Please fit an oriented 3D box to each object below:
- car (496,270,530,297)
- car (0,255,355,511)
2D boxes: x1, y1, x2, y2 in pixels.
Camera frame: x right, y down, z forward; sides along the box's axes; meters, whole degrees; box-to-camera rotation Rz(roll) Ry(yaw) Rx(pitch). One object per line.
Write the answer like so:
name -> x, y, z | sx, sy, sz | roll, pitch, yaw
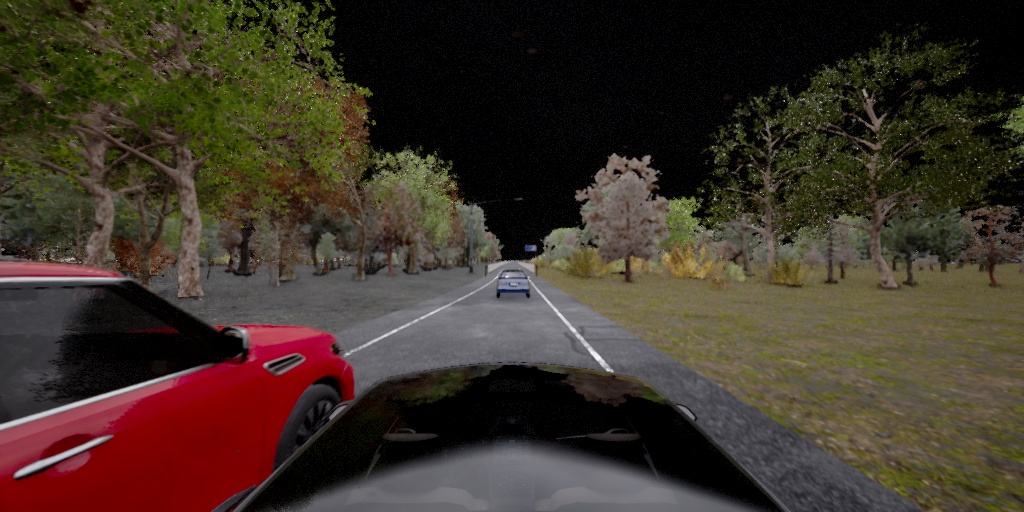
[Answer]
car -> 0.061, 1.521, 20.747 | 2.033, 1.411, 5.357 | 0, -1, 0
car -> -2.753, 0.967, 1.314 | 2.150, 2.045, 5.566 | 0, -1, 2
